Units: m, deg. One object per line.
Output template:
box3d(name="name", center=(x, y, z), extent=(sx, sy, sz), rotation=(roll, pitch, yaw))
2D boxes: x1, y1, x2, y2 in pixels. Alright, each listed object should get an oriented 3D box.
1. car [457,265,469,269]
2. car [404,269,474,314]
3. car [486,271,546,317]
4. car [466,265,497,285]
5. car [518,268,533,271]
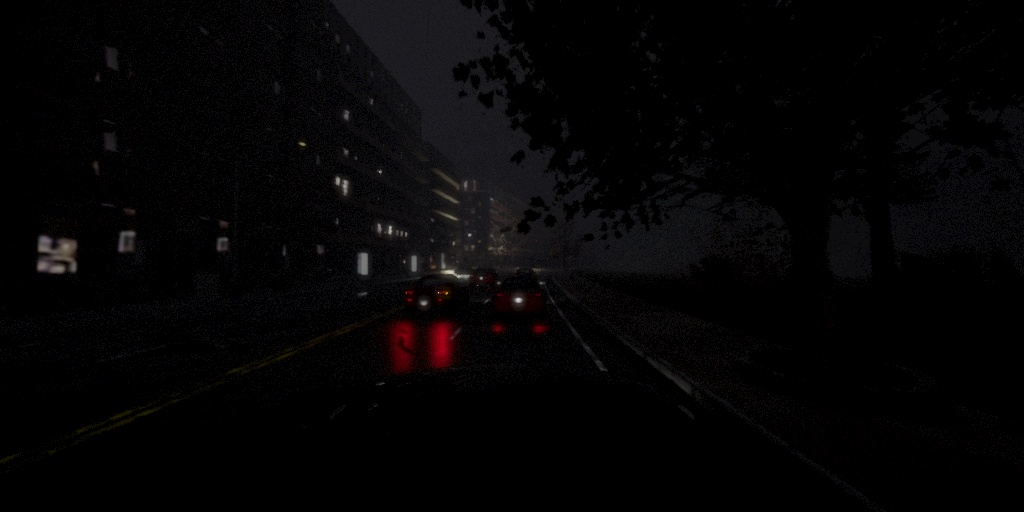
box3d(name="car", center=(-6.764, 2.017, 51.031), extent=(1.994, 1.385, 4.181), rotation=(0, -1, 7))
box3d(name="car", center=(-2.925, 1.444, 14.619), extent=(1.812, 1.442, 4.674), rotation=(0, -1, 3))
box3d(name="car", center=(0.304, 1.478, 14.084), extent=(1.994, 1.385, 4.181), rotation=(0, -1, 3))
box3d(name="car", center=(-2.165, 1.684, 29.111), extent=(1.994, 1.385, 4.181), rotation=(0, -1, 5))
box3d(name="car", center=(1.090, 1.685, 29.046), extent=(1.994, 1.385, 4.181), rotation=(0, -1, 5))
